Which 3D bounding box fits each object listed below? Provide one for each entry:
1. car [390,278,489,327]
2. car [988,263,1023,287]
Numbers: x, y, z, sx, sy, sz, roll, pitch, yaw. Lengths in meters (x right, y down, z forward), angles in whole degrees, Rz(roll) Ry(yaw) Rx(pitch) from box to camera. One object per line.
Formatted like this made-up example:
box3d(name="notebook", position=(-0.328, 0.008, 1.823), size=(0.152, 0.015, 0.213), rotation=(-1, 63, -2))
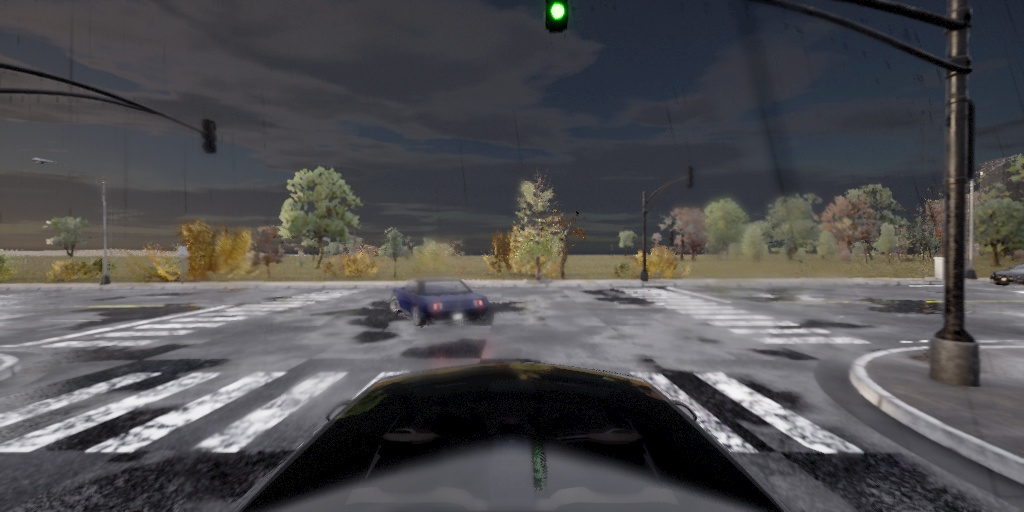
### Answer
box3d(name="car", position=(-2.599, 1.367, 11.741), size=(1.895, 1.301, 4.718), rotation=(0, 0, -30))
box3d(name="car", position=(29.479, 1.011, 19.707), size=(4.892, 1.490, 1.837), rotation=(-1, 1, 1))
